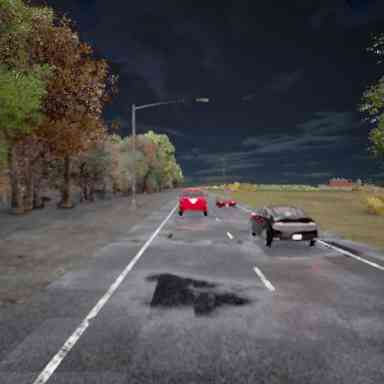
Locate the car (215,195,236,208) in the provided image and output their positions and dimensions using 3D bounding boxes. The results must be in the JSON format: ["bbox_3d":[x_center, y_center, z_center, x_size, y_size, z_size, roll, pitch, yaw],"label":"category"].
[{"bbox_3d":[3.601,1.030,36.345,1.895,1.301,4.718,0,1,0],"label":"car"}]

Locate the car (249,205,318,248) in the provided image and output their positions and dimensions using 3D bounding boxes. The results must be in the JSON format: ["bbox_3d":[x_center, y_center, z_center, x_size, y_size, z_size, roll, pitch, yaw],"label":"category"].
[{"bbox_3d":[3.583,1.279,13.727,2.128,1.511,4.902,0,1,0],"label":"car"}]

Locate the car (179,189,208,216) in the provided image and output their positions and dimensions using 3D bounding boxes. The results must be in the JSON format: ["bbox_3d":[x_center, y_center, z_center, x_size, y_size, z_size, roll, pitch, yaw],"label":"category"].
[{"bbox_3d":[0.100,0.794,27.457,2.150,2.045,5.566,0,1,0],"label":"car"}]

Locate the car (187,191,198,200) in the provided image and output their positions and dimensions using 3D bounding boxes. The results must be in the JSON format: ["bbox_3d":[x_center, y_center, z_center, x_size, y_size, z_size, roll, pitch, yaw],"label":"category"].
[{"bbox_3d":[0.102,0.566,57.398,1.882,1.535,5.008,0,1,0],"label":"car"}]
